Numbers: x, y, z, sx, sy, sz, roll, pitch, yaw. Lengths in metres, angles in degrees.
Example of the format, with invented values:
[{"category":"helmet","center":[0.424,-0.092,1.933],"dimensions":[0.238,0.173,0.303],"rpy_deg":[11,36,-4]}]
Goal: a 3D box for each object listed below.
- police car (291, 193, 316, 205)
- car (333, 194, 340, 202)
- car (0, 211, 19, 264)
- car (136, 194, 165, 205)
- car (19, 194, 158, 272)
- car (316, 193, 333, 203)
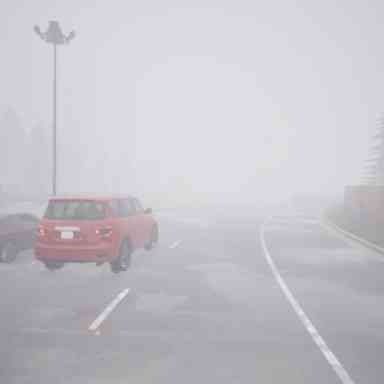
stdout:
[{"category":"police car","center":[15.901,1.037,48.027],"dimensions":[1.930,1.638,5.238],"rpy_deg":[1,1,34]},{"category":"car","center":[24.582,1.021,58.957],"dimensions":[1.801,1.575,5.366],"rpy_deg":[1,1,43]},{"category":"car","center":[-6.055,1.354,11.105],"dimensions":[1.812,1.442,4.674],"rpy_deg":[0,1,7]},{"category":"car","center":[-5.841,1.003,47.411],"dimensions":[1.994,1.385,4.181],"rpy_deg":[1,1,27]},{"category":"car","center":[-2.644,1.084,10.531],"dimensions":[2.150,2.045,5.566],"rpy_deg":[0,1,7]},{"category":"car","center":[21.003,0.931,54.874],"dimensions":[2.097,1.767,4.553],"rpy_deg":[1,1,39]}]
